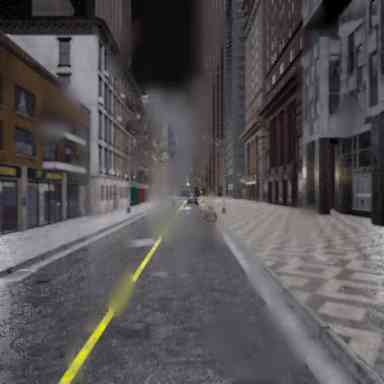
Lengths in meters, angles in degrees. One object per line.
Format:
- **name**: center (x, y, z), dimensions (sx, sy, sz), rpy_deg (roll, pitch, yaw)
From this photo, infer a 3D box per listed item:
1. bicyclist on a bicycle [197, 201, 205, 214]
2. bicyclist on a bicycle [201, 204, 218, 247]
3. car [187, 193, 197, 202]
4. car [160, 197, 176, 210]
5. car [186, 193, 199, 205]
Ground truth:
- **bicyclist on a bicycle**: center (0.808, 1.418, 24.016), dimensions (0.866, 1.612, 1.509), rpy_deg (0, 0, 0)
- **bicyclist on a bicycle**: center (0.829, 1.442, 14.099), dimensions (0.582, 1.620, 1.656), rpy_deg (0, 0, 0)
- **car**: center (0.010, 1.231, 79.108), dimensions (2.150, 2.045, 5.566), rpy_deg (0, 0, 0)
- **car**: center (-3.075, 1.462, 43.046), dimensions (2.128, 1.511, 4.902), rpy_deg (0, 0, 0)
- **car**: center (0.087, 1.483, 58.113), dimensions (1.837, 1.490, 4.892), rpy_deg (0, 0, 0)
